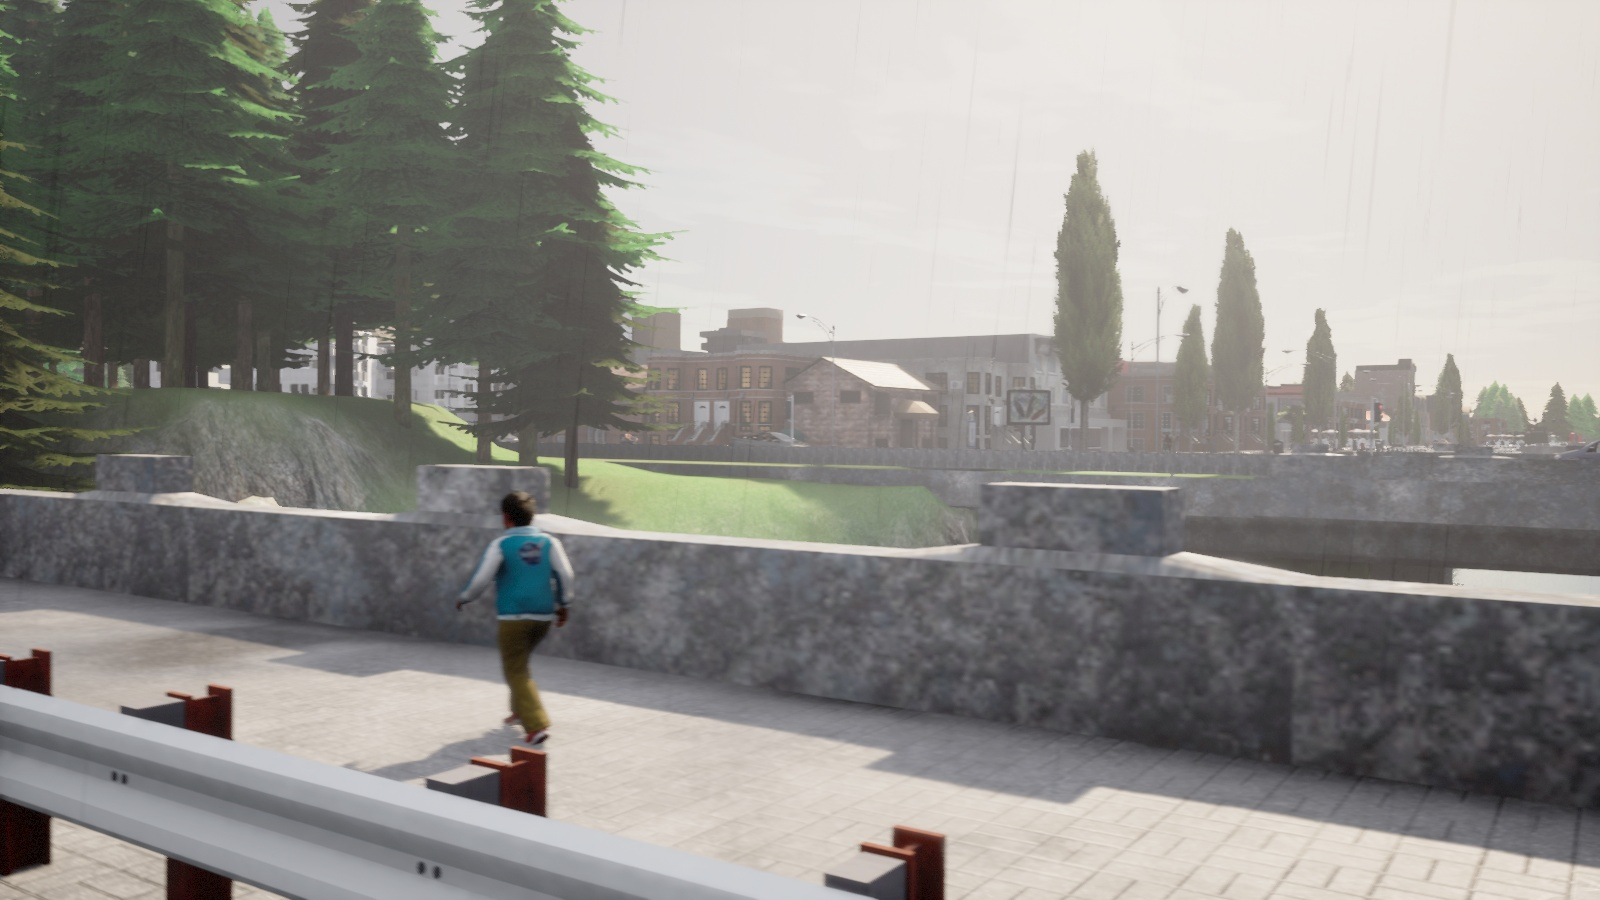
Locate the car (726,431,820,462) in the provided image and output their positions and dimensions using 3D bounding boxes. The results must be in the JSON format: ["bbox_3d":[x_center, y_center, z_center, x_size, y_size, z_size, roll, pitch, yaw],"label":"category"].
[{"bbox_3d":[-1.415,-0.191,64.643,4.514,1.525,2.007,0,1,34],"label":"car"}]

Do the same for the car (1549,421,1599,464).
[{"bbox_3d":[30.954,-0.305,47.893,3.988,1.617,1.851,0,1,34],"label":"car"}]

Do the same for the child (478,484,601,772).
[{"bbox_3d":[-1.155,0.756,5.560,0.343,1.192,0.448,-1,1,-42],"label":"child"}]
